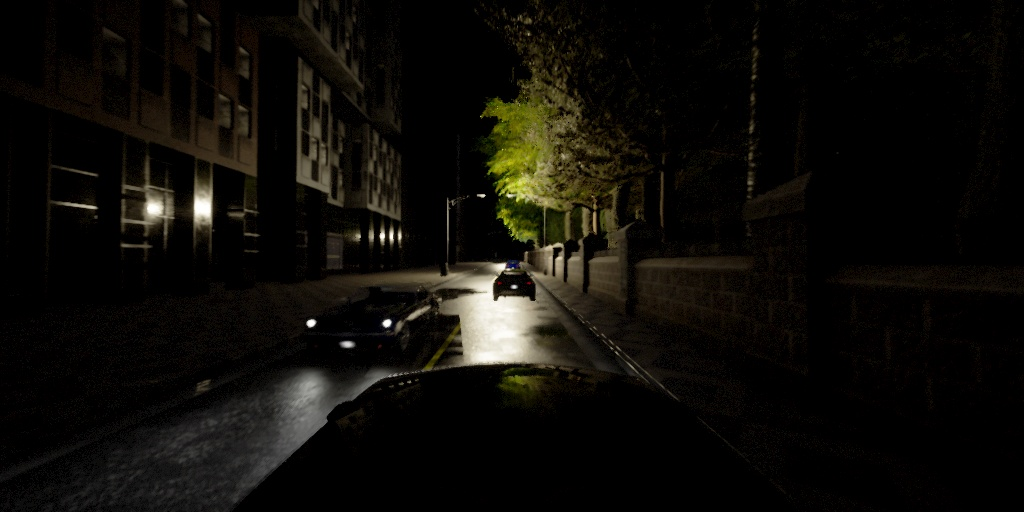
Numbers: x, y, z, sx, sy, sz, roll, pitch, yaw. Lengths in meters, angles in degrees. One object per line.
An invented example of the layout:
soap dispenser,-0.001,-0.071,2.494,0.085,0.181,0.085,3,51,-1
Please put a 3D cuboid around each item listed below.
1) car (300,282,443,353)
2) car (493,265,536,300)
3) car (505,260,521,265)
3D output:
car,-3.091,1.354,8.958,1.895,1.301,4.718,0,0,0
car,0.100,1.317,17.720,1.994,1.385,4.181,0,0,0
car,0.101,1.256,43.639,1.812,1.442,4.674,0,0,0
